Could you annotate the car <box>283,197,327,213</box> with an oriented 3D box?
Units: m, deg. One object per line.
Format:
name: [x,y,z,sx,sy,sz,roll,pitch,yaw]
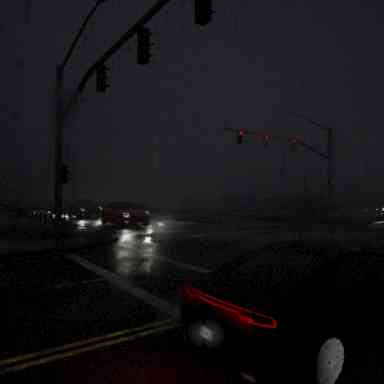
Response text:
car: [13.695,1.494,39.886,1.932,1.855,4.605,1,0,-35]

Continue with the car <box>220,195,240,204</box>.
car: [8.704,1.671,76.254,1.932,1.855,4.605,1,0,-35]

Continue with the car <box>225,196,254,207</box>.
car: [8.199,1.797,57.331,1.970,1.475,3.806,1,0,-35]

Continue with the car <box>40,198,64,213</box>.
car: [-15.602,1.598,38.515,2.128,1.511,4.902,1,0,-35]

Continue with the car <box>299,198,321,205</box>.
car: [24.337,1.958,68.791,1.784,1.438,3.905,1,0,-35]

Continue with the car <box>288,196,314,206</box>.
car: [21.938,1.720,67.171,1.932,1.855,4.605,1,0,-35]

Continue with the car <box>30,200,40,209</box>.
car: [-21.423,1.710,46.724,1.895,1.301,4.718,1,0,-35]

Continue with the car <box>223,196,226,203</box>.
car: [6.541,1.855,74.661,1.784,1.438,3.905,1,0,-35]

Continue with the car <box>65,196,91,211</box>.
car: [-15.040,1.494,43.770,2.097,1.767,4.553,1,0,-35]

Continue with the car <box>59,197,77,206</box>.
car: [-22.863,1.688,61.070,1.837,1.490,4.892,1,0,-35]

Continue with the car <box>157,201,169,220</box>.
car: [-4.157,1.699,28.489,1.994,1.385,4.181,1,0,-36]

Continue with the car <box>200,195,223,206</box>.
car: [4.178,1.859,72.988,1.970,1.475,3.806,1,0,-35]

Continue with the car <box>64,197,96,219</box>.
car: [-9.754,1.455,30.312,2.097,1.767,4.553,1,0,-35]

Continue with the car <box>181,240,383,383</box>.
car: [2.184,1.525,5.354,5.008,1.535,1.882,1,0,-36]

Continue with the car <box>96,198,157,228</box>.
car: [-4.635,1.452,23.139,2.097,1.767,4.553,1,0,-36]

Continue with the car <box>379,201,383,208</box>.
car: [32.081,1.717,52.885,1.905,1.878,3.866,1,0,-35]

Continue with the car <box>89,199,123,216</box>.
car: [-9.367,1.616,35.797,1.882,1.535,5.008,1,0,-35]

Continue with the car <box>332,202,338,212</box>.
car: [16.089,1.525,41.514,1.905,1.878,3.866,1,0,-35]
